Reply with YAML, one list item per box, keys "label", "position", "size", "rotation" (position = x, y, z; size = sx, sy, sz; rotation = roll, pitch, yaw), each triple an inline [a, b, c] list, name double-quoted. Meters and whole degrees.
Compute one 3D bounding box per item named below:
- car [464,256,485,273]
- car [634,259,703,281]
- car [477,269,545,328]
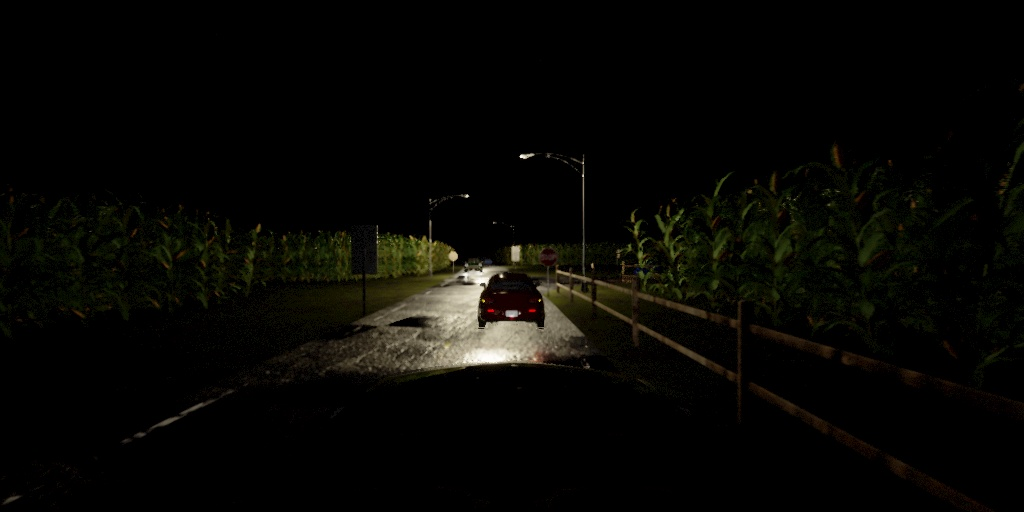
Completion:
- label: "car"
  position: [-4.558, 1.017, 42.643]
  size: [2.097, 1.767, 4.553]
  rotation: [0, 0, -5]
- label: "car"
  position: [11.613, 0.961, 26.323]
  size: [5.008, 1.535, 1.882]
  rotation: [-1, 0, 1]
- label: "car"
  position: [-0.046, 1.251, 11.148]
  size: [1.812, 1.442, 4.674]
  rotation: [0, 0, -1]
